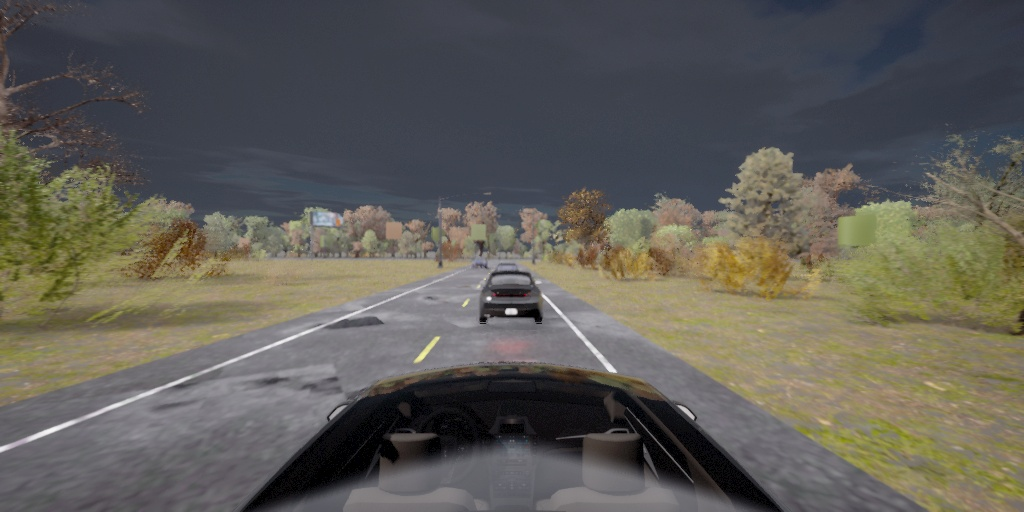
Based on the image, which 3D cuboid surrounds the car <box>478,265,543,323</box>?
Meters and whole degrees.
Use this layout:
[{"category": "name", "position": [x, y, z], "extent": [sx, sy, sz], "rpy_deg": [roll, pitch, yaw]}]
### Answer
[{"category": "car", "position": [-0.050, 1.211, 11.839], "extent": [1.837, 1.490, 4.892], "rpy_deg": [0, 0, -1]}]

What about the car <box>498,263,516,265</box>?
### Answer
[{"category": "car", "position": [-0.322, 1.193, 24.651], "extent": [2.033, 1.411, 5.357], "rpy_deg": [0, 0, -1]}]

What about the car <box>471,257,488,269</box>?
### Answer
[{"category": "car", "position": [-4.521, 0.871, 50.676], "extent": [2.097, 1.767, 4.553], "rpy_deg": [0, 0, -1]}]
